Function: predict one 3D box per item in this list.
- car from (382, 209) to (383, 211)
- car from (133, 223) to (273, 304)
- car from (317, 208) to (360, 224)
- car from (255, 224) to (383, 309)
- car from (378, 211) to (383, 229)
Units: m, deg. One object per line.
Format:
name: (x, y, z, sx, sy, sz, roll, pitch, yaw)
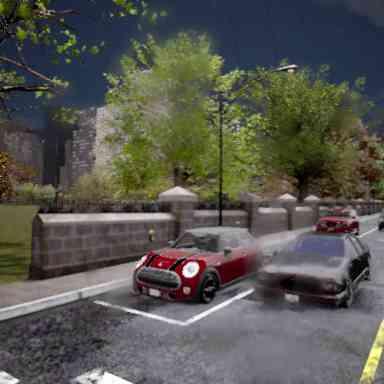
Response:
car: (29.045, 3.196, 49.391, 2.008, 1.369, 4.403, 0, -2, 35)
car: (0.355, 1.702, 8.823, 1.967, 1.590, 4.097, 0, -2, 35)
car: (9.920, 2.038, 22.349, 2.192, 1.841, 5.009, 0, -2, 35)
car: (3.529, 1.803, 8.849, 2.033, 1.411, 5.357, -2, -2, 35)
car: (16.241, 2.468, 26.797, 1.895, 1.301, 4.718, -2, -3, 35)
